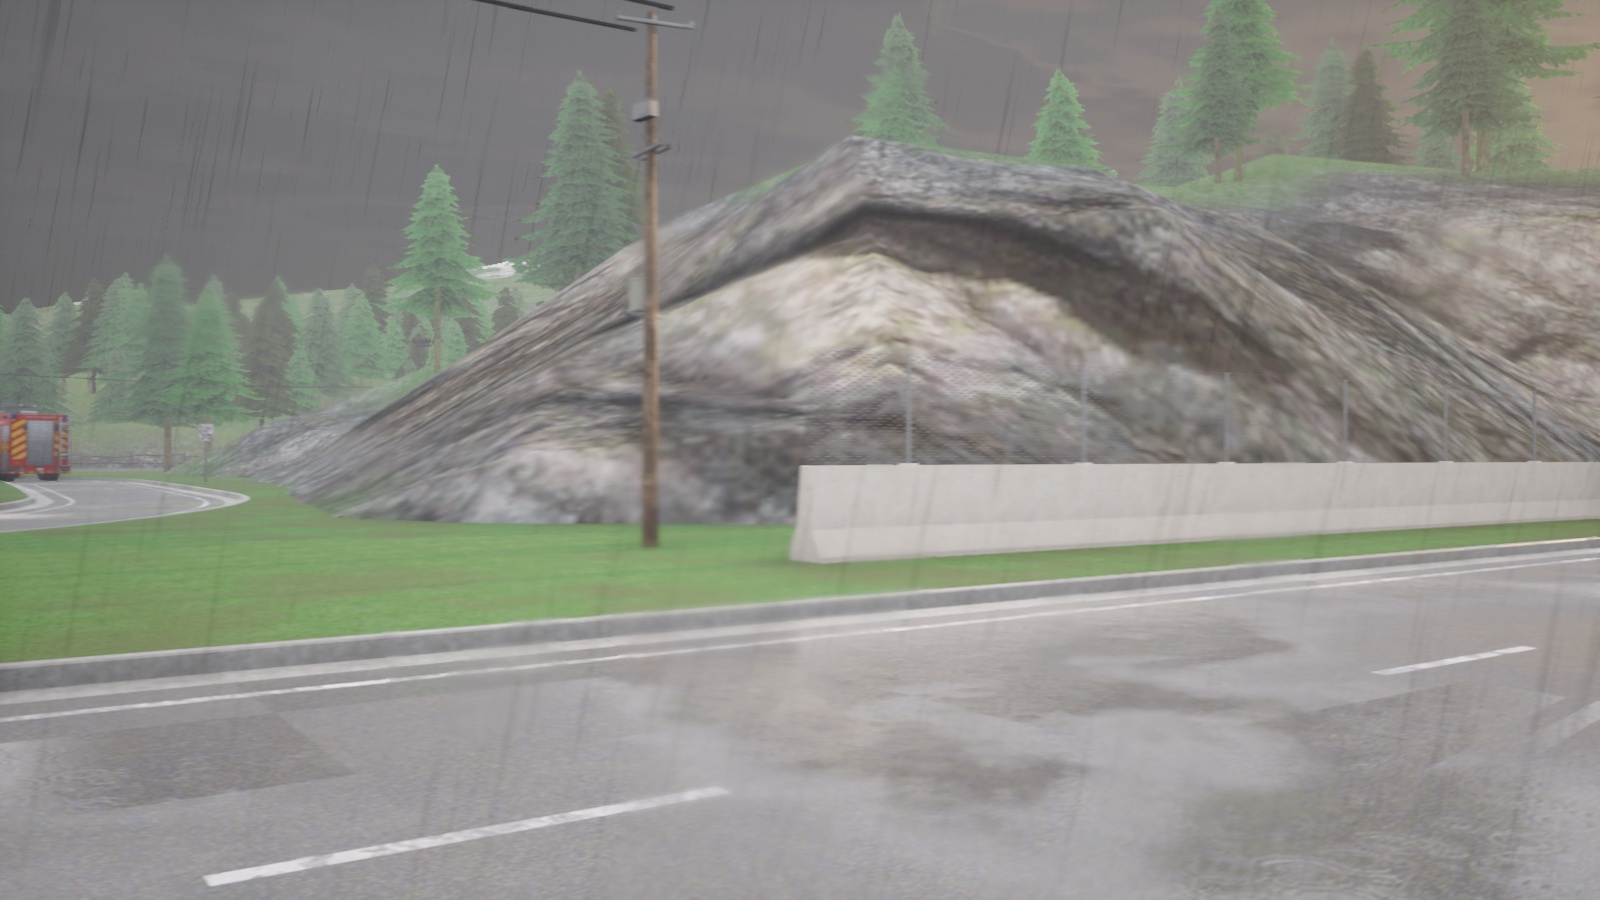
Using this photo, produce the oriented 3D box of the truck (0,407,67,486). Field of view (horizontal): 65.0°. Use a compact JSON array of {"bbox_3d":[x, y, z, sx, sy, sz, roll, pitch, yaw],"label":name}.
[{"bbox_3d":[-41.126,-0.174,64.608,8.468,3.827,2.891,0,0,38],"label":"truck"}]
